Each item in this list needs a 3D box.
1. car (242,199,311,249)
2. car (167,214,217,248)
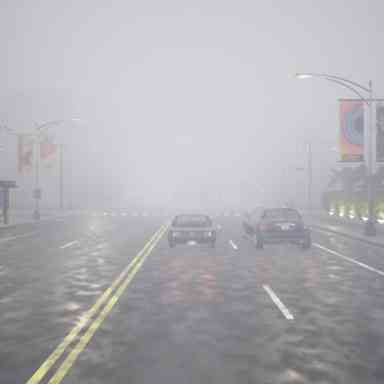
[{"bbox_3d":[3.500,1.363,14.620,2.097,1.767,4.553,0,0,0],"label":"car"},{"bbox_3d":[0.000,1.613,14.680,1.895,1.301,4.718,0,0,0],"label":"car"}]
